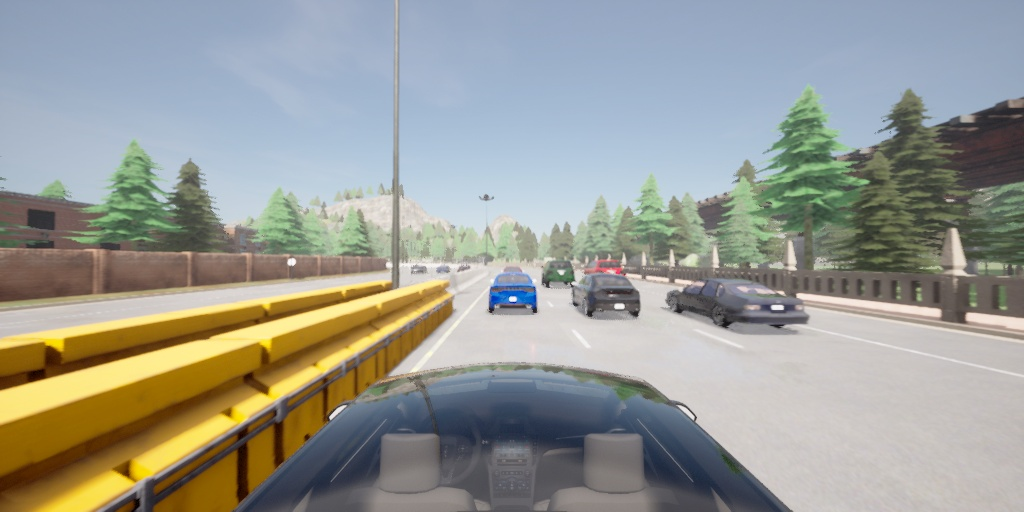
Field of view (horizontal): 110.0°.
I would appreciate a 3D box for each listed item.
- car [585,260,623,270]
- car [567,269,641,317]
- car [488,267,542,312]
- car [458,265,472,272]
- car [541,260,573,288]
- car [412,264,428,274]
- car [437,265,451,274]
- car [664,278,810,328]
[{"bbox_3d":[7.036,1.341,28.006,2.150,2.045,5.566,0,-1,1],"label":"car"},{"bbox_3d":[3.546,1.430,14.174,1.837,1.490,4.892,0,0,1],"label":"car"},{"bbox_3d":[0.057,1.418,15.331,1.882,1.535,5.008,0,0,1],"label":"car"},{"bbox_3d":[-7.489,2.096,57.809,1.994,1.385,4.181,0,-1,-4],"label":"car"},{"bbox_3d":[3.537,1.341,28.018,2.150,2.045,5.566,0,-1,1],"label":"car"},{"bbox_3d":[-14.341,1.994,55.611,2.128,1.511,4.902,0,-1,-3],"label":"car"},{"bbox_3d":[-10.897,2.079,57.695,2.033,1.411,5.357,0,-1,-3],"label":"car"},{"bbox_3d":[7.023,1.441,11.968,2.033,1.411,5.357,0,-1,0],"label":"car"}]
